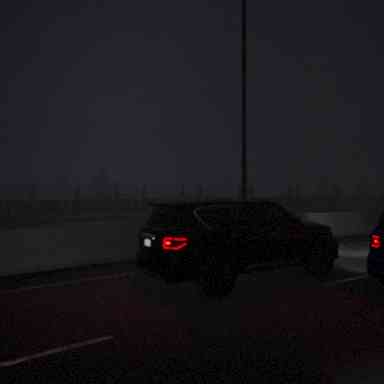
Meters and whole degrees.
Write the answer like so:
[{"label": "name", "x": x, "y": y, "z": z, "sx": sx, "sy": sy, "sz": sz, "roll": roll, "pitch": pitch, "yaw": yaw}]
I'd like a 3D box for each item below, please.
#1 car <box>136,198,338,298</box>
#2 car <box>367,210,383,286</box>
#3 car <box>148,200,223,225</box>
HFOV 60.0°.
[{"label": "car", "x": 1.325, "y": 1.180, "z": 8.591, "sx": 5.566, "sy": 2.045, "sz": 2.150, "roll": 0, "pitch": 0, "yaw": -31}, {"label": "car", "x": 6.373, "y": 1.178, "z": 7.483, "sx": 5.566, "sy": 2.045, "sz": 2.150, "roll": 0, "pitch": 0, "yaw": -29}, {"label": "car", "x": -0.423, "y": 1.371, "z": 23.850, "sx": 5.008, "sy": 1.535, "sz": 1.882, "roll": 0, "pitch": 0, "yaw": -27}]
